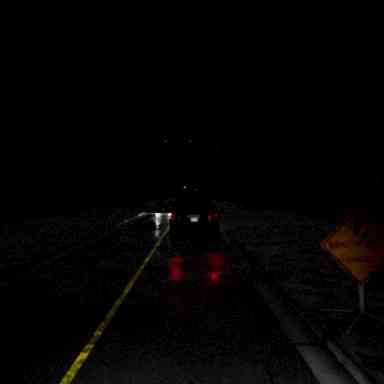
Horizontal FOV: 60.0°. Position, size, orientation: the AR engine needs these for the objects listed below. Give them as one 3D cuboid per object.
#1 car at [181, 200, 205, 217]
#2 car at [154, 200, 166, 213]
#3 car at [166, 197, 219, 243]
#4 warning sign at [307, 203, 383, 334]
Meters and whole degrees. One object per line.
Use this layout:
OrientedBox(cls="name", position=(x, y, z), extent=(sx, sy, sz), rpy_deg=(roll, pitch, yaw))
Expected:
OrientedBox(cls="car", position=(0.095, 1.570, 33.167), extent=(2.128, 1.511, 4.902), rpy_deg=(0, 0, 0))
OrientedBox(cls="car", position=(-3.095, 1.620, 38.350), extent=(1.812, 1.442, 4.674), rpy_deg=(0, 0, 0))
OrientedBox(cls="car", position=(0.097, 1.258, 16.536), extent=(2.150, 2.045, 5.566), rpy_deg=(0, 0, 0))
OrientedBox(cls="warning sign", position=(2.700, 1.126, 5.351), extent=(1.300, 1.860, 1.060), rpy_deg=(-1, -1, 0))
